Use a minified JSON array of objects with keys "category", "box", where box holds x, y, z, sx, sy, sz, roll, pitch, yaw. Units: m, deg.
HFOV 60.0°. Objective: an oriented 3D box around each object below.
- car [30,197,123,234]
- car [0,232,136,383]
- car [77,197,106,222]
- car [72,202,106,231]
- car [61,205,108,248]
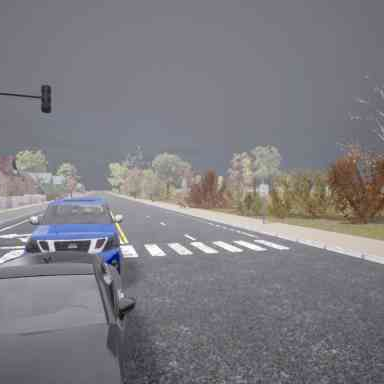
[{"category":"car","box":[-3.358,1.218,9.927,2.150,2.045,5.566,0,0,-16]},{"category":"car","box":[-1.685,1.524,3.847,1.812,1.442,4.674,0,0,-13]},{"category":"car","box":[-8.240,1.337,27.452,2.097,1.767,4.553,0,0,-16]},{"category":"car","box":[-6.649,1.468,21.727,1.882,1.535,5.008,0,0,-16]},{"category":"car","box":[-5.049,1.498,15.990,1.837,1.490,4.892,0,0,-16]}]
